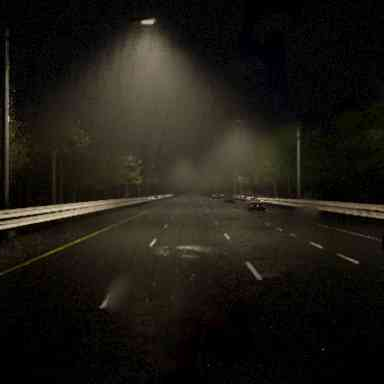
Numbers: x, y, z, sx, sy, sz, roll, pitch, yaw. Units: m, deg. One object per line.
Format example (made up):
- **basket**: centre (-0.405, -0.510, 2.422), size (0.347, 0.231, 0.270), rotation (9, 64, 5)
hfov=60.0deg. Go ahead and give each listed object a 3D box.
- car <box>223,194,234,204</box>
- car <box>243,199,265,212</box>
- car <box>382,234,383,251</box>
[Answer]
- **car**: centre (7.186, 1.552, 65.443), size (2.033, 1.411, 5.357), rotation (0, 0, 0)
- **car**: centre (7.086, 1.552, 38.328), size (2.033, 1.411, 5.357), rotation (0, 0, 0)
- **car**: centre (7.007, 1.224, 8.032), size (2.150, 2.045, 5.566), rotation (0, 0, 0)
